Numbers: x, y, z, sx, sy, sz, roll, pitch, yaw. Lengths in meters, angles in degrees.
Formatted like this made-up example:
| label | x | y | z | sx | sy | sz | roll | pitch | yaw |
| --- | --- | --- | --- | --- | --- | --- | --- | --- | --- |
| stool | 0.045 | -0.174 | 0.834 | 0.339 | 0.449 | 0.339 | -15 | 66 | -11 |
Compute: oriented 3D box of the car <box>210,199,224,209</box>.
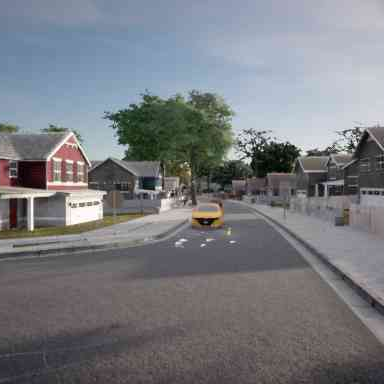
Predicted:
| label | x | y | z | sx | sy | sz | roll | pitch | yaw |
| --- | --- | --- | --- | --- | --- | --- | --- | --- | --- |
| car | 3.555 | 1.677 | 48.098 | 1.895 | 1.301 | 4.718 | 0 | 0 | 4 |

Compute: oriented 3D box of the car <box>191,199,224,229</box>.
| label | x | y | z | sx | sy | sz | roll | pitch | yaw |
| --- | --- | --- | --- | --- | --- | --- | --- | --- | --- |
| car | 1.112 | 1.510 | 22.133 | 1.882 | 1.535 | 5.008 | 0 | 0 | 7 |
